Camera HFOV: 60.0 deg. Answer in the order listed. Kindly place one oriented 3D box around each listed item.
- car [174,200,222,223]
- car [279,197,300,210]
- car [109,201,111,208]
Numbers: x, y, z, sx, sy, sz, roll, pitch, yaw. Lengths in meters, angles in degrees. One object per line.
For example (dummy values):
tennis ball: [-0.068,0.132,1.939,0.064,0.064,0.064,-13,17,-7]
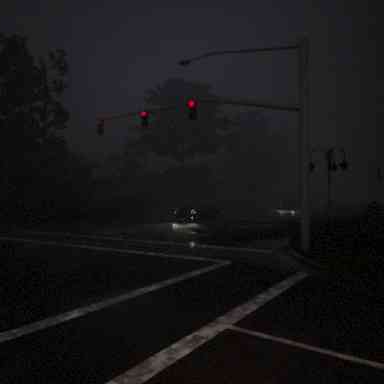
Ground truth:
car: [0.529,1.483,26.861,2.097,1.767,4.553,-1,0,35]
car: [13.637,1.484,45.527,2.097,1.767,4.553,-1,0,35]
car: [-8.893,1.448,42.672,3.806,1.475,1.970,-1,0,36]
